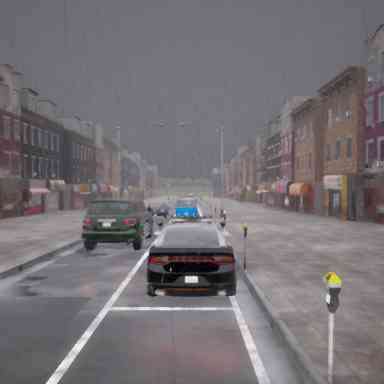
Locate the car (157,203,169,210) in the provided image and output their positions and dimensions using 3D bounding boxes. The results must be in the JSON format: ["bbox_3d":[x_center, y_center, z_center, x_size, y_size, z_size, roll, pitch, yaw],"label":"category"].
[{"bbox_3d":[-3.020,1.606,29.476,1.895,1.301,4.718,0,0,0],"label":"car"}]

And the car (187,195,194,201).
[{"bbox_3d":[-0.399,1.541,86.399,1.947,1.339,4.313,-1,0,0],"label":"car"}]

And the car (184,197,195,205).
[{"bbox_3d":[-0.398,1.561,58.737,1.802,1.307,4.206,-1,0,0],"label":"car"}]

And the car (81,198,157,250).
[{"bbox_3d":[-3.020,1.252,14.471,2.150,2.045,5.566,0,0,0],"label":"car"}]

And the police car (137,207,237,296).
[{"bbox_3d":[-0.012,1.421,8.762,1.930,1.638,5.238,0,0,0],"label":"police car"}]

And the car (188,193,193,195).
[{"bbox_3d":[-0.404,1.301,36.607,2.192,1.841,5.009,-1,0,0],"label":"car"}]

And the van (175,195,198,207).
[{"bbox_3d":[-0.403,1.331,25.542,1.690,1.788,3.998,-1,0,0],"label":"van"}]

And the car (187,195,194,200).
[{"bbox_3d":[-0.399,1.541,91.932,1.947,1.339,4.313,-1,0,0],"label":"car"}]
